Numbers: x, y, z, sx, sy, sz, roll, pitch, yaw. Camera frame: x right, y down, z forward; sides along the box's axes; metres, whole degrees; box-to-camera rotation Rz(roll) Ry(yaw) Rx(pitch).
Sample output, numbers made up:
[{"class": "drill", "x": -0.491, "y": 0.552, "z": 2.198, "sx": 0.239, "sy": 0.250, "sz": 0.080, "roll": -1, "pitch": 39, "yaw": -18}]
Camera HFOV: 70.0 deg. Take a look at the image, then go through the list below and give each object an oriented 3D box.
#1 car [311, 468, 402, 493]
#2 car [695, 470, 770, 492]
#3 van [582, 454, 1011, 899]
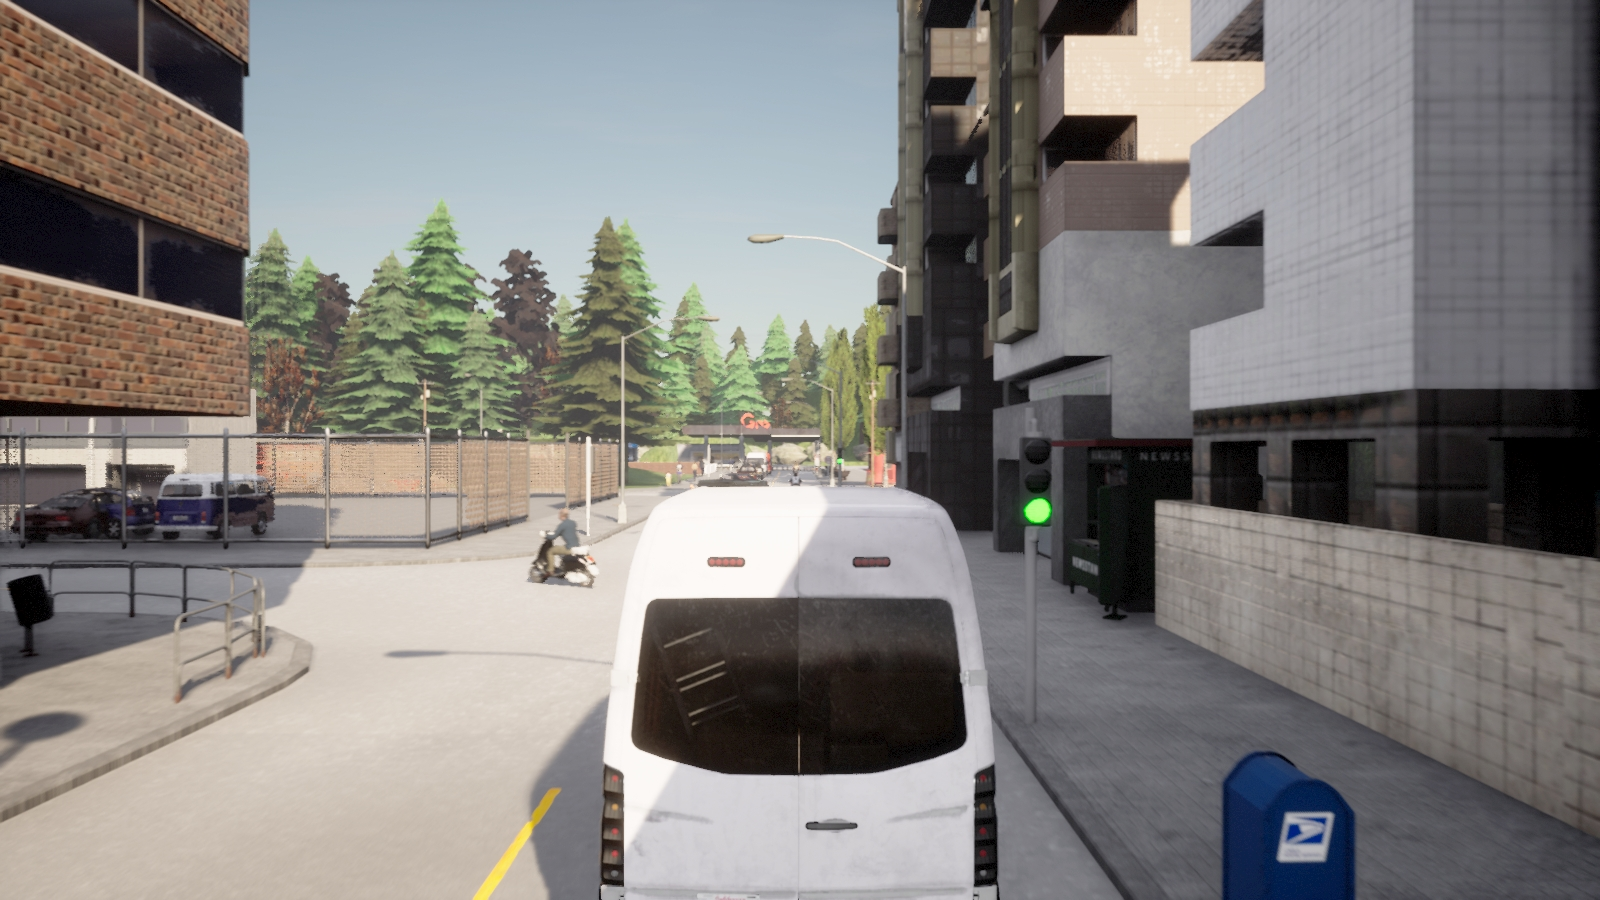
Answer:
[{"class": "car", "x": -27.289, "y": 1.847, "z": 70.398, "sx": 4.792, "sy": 1.488, "sz": 2.163, "roll": 0, "pitch": 0, "yaw": 0}, {"class": "car", "x": -4.317, "y": 1.939, "z": 72.673, "sx": 4.718, "sy": 1.301, "sz": 1.895, "roll": 0, "pitch": 0, "yaw": 41}, {"class": "van", "x": -0.025, "y": 1.315, "z": 8.251, "sx": 1.988, "sy": 2.561, "sz": 5.915, "roll": 0, "pitch": 0, "yaw": 0}]
